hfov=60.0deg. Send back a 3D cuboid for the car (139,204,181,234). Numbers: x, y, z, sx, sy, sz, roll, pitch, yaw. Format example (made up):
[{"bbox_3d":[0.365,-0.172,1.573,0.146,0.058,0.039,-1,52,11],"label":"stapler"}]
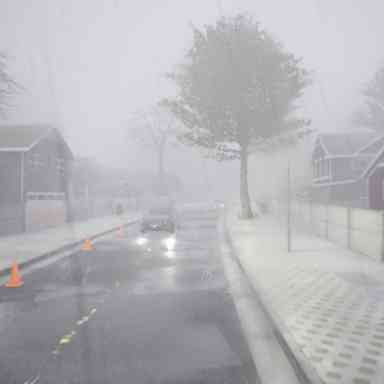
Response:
[{"bbox_3d":[-1.738,1.525,19.442,1.837,1.490,4.892,0,0,4],"label":"car"}]

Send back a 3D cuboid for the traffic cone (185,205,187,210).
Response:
[{"bbox_3d":[-0.832,2.038,43.297,0.340,0.580,0.340,0,0,10],"label":"traffic cone"}]

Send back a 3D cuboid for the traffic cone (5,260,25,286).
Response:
[{"bbox_3d":[-4.330,1.969,8.139,0.340,0.580,0.340,0,0,2],"label":"traffic cone"}]

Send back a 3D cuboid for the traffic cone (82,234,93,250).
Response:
[{"bbox_3d":[-4.140,1.973,13.187,0.340,0.580,0.340,0,0,3],"label":"traffic cone"}]

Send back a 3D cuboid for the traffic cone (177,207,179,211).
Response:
[{"bbox_3d":[-1.641,2.023,38.311,0.340,0.580,0.340,0,0,9],"label":"traffic cone"}]

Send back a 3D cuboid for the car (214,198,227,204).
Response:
[{"bbox_3d":[5.778,1.769,67.361,1.895,1.301,4.718,0,0,14],"label":"car"}]
